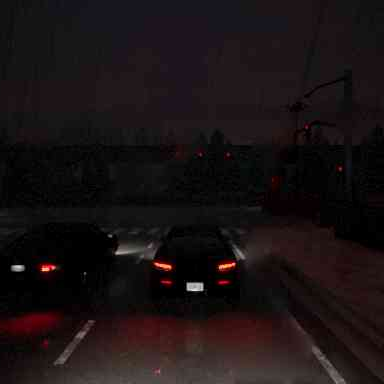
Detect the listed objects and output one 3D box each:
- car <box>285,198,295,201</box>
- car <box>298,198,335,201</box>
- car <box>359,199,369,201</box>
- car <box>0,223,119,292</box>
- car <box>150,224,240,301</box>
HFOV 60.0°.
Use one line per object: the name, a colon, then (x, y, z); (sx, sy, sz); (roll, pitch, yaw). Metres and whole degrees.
car: (14.121, 1.525, 46.855); (4.674, 1.442, 1.812); (0, 0, 2)
car: (16.920, 1.491, 43.340); (4.902, 1.511, 2.128); (0, 0, 0)
car: (23.358, 1.600, 46.813); (4.718, 1.301, 1.895); (0, 0, 0)
car: (-3.420, 1.547, 9.050); (2.033, 1.411, 5.357); (0, 0, 0)
car: (0.072, 1.526, 8.229); (1.812, 1.442, 4.674); (0, 0, 0)
